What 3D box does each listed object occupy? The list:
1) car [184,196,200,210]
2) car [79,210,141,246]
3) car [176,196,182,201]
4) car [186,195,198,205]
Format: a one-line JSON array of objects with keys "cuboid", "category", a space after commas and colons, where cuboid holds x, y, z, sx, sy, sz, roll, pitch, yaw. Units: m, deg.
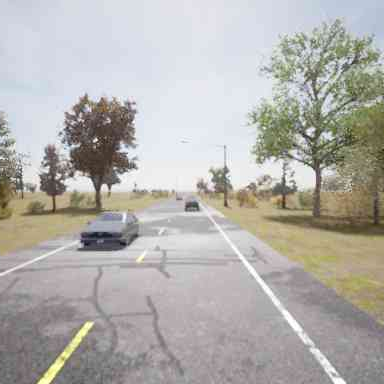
[{"cuboid": [0.011, 1.610, 44.369, 1.837, 1.490, 4.892, 0, 0, 0], "category": "car"}, {"cuboid": [-3.629, 1.592, 15.790, 2.033, 1.411, 5.357, 0, 0, 0], "category": "car"}, {"cuboid": [-3.697, 1.816, 94.814, 1.895, 1.301, 4.718, 0, 0, 0], "category": "car"}, {"cuboid": [-0.034, 1.498, 62.532, 2.097, 1.767, 4.553, 0, 0, 0], "category": "car"}]
